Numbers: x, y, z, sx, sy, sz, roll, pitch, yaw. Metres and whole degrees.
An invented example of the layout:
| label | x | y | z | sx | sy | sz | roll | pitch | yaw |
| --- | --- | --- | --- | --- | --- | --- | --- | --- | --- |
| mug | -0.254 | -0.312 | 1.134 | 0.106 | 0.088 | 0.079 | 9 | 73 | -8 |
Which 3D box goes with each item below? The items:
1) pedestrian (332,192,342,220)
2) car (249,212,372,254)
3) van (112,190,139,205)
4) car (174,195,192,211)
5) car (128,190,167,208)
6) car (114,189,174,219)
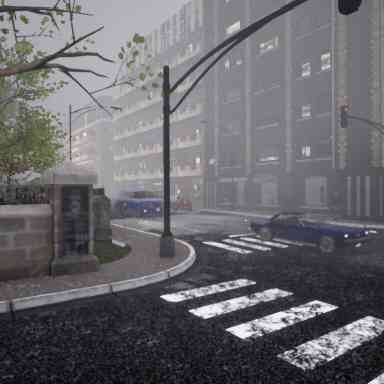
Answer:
| label | x | y | z | sx | sy | sz | roll | pitch | yaw |
| --- | --- | --- | --- | --- | --- | --- | --- | --- | --- |
| pedestrian | 9.513 | 0.902 | 21.976 | 0.375 | 1.860 | 0.375 | 1 | -1 | -36 |
| car | 4.699 | 1.535 | 13.775 | 1.895 | 1.301 | 4.718 | 0 | 2 | -36 |
| van | -8.280 | 0.655 | 41.324 | 1.690 | 1.788 | 3.998 | 1 | 1 | -36 |
| car | -1.757 | 0.950 | 32.413 | 1.967 | 1.590 | 4.097 | 1 | 1 | -36 |
| car | -5.018 | 0.727 | 36.867 | 2.192 | 1.841 | 5.009 | 1 | 1 | -36 |
| car | -4.017 | 0.837 | 25.673 | 2.150 | 2.045 | 5.566 | 0 | 1 | -36 |
